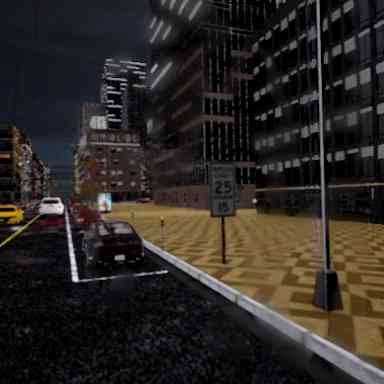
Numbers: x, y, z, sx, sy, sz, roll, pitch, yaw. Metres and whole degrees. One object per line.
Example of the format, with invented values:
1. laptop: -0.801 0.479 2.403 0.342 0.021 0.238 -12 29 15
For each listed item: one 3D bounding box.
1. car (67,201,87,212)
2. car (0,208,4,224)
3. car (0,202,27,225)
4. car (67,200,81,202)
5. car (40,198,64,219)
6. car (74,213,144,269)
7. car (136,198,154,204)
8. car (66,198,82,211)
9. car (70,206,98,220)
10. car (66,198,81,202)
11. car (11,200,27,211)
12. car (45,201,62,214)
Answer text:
1. car: -10.811 1.888 32.172 1.887 1.381 4.507 0 -1 -21
2. car: -10.744 1.753 15.856 2.128 1.511 4.902 -1 0 -21
3. car: -15.122 1.876 27.278 1.882 1.535 5.008 -1 0 -21
4. car: -12.868 1.933 37.519 1.752 1.417 4.829 0 -1 -21
5. car: -14.780 1.653 35.109 2.150 2.045 5.566 -1 0 -21
6. car: -2.822 1.644 11.420 2.008 1.369 4.403 0 -1 -21
7. car: -12.739 2.407 87.707 4.097 1.590 1.967 0 -2 -21
8. car: -18.801 1.910 52.926 2.192 1.841 5.009 0 -1 -21
9. car: -6.816 1.800 21.796 1.802 1.307 4.206 0 -1 -21
10. car: -16.804 1.847 47.738 2.192 1.841 5.009 0 -1 -21
11. car: -28.616 2.227 55.103 1.967 1.590 4.097 0 -1 -21
12. car: -18.526 2.026 44.706 1.882 1.535 5.008 -1 0 -21
